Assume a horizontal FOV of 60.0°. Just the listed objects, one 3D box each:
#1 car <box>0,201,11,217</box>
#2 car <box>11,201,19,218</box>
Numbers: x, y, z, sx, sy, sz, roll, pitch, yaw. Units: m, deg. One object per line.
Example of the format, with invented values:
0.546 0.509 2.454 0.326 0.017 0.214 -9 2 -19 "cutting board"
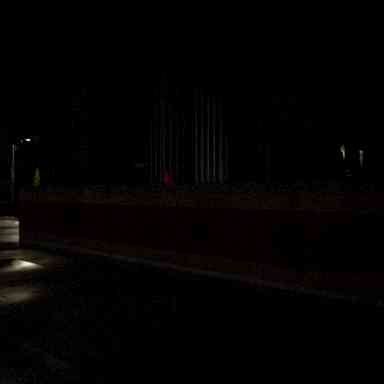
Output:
-16.411 1.582 29.086 2.128 1.511 4.902 0 0 37 "car"
-12.253 1.634 28.808 2.033 1.411 5.357 0 0 37 "car"
